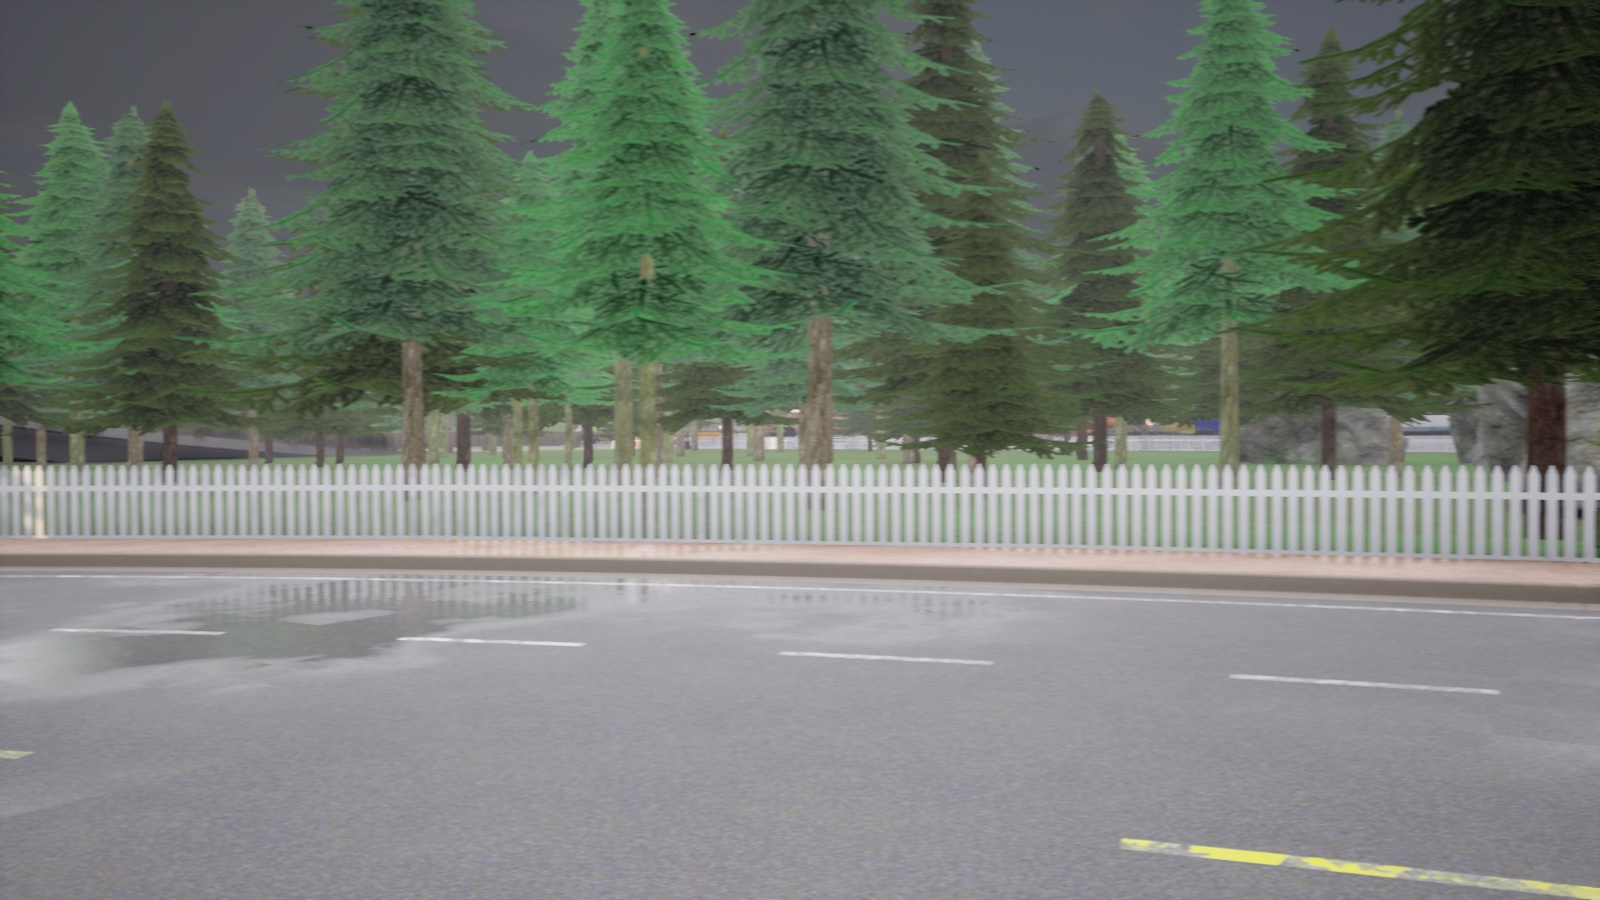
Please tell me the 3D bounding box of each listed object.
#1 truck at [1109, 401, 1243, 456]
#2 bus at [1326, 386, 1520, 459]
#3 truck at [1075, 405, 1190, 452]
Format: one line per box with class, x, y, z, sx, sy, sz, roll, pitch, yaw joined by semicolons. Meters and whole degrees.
truck;24.785;-1.414;82.890;7.936;3.462;2.891;1;1;34
bus;38.442;-1.706;77.747;10.273;4.253;3.944;1;1;34
truck;25.184;-1.616;95.355;7.936;3.462;2.891;1;1;34
